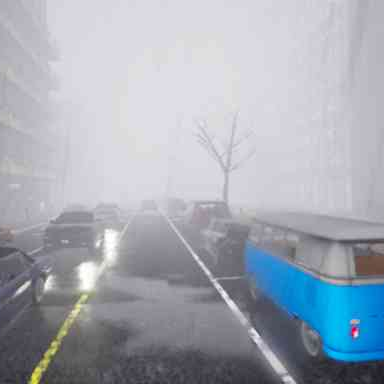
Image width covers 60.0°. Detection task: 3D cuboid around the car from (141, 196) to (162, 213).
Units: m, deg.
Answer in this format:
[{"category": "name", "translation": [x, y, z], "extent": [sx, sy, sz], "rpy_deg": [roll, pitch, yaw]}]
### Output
[{"category": "car", "translation": [-4.738, 1.556, 36.905], "extent": [2.033, 1.411, 5.357], "rpy_deg": [-1, 0, -7]}]

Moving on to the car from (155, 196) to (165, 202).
[{"category": "car", "translation": [-7.421, 1.562, 76.794], "extent": [2.008, 1.369, 4.403], "rpy_deg": [-1, 0, -8]}]

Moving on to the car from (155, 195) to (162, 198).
[{"category": "car", "translation": [-5.224, 1.553, 60.371], "extent": [1.947, 1.339, 4.313], "rpy_deg": [-1, 0, -8]}]

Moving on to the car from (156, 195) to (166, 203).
[{"category": "car", "translation": [-6.690, 1.443, 71.319], "extent": [1.967, 1.590, 4.097], "rpy_deg": [-1, 0, -8]}]

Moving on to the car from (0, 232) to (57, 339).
[{"category": "car", "translation": [-3.684, 1.647, 5.176], "extent": [1.895, 1.301, 4.718], "rpy_deg": [-1, 0, -10]}]

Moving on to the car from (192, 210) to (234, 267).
[{"category": "car", "translation": [1.369, 1.521, 11.104], "extent": [1.947, 1.339, 4.313], "rpy_deg": [-1, 0, -8]}]

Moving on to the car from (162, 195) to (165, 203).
[{"category": "car", "translation": [-2.631, 1.441, 44.345], "extent": [1.882, 1.535, 5.008], "rpy_deg": [-1, 0, -8]}]

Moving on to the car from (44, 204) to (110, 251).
[{"category": "car", "translation": [-4.931, 1.525, 14.490], "extent": [1.882, 1.535, 5.008], "rpy_deg": [-1, 0, -8]}]

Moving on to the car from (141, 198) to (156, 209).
[{"category": "car", "translation": [-6.192, 1.617, 47.515], "extent": [1.895, 1.301, 4.718], "rpy_deg": [-1, 0, -7]}]

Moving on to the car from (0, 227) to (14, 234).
[{"category": "car", "translation": [-6.937, 1.632, 9.994], "extent": [1.887, 1.381, 4.507], "rpy_deg": [-1, 0, -8]}]

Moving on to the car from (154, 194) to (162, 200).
[{"category": "car", "translation": [-9.620, 1.478, 93.215], "extent": [1.967, 1.590, 4.097], "rpy_deg": [-1, 0, -8]}]

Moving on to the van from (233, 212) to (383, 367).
[{"category": "van", "translation": [2.099, 1.296, 5.630], "extent": [1.690, 1.788, 3.998], "rpy_deg": [-1, 0, -8]}]

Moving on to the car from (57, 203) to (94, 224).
[{"category": "car", "translation": [-9.135, 1.638, 26.416], "extent": [1.887, 1.381, 4.507], "rpy_deg": [-1, 0, -8]}]

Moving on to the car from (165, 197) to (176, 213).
[{"category": "car", "translation": [-1.703, 1.437, 37.406], "extent": [1.882, 1.535, 5.008], "rpy_deg": [-1, 0, -8]}]

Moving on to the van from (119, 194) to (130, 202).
[{"category": "van", "translation": [-15.730, 1.485, 75.683], "extent": [1.690, 1.788, 3.998], "rpy_deg": [-1, 0, -8]}]

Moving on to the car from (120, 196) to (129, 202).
[{"category": "car", "translation": [-16.460, 1.697, 81.157], "extent": [1.887, 1.381, 4.507], "rpy_deg": [-1, 0, -8]}]

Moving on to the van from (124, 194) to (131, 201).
[{"category": "van", "translation": [-17.927, 1.512, 92.105], "extent": [1.690, 1.788, 3.998], "rpy_deg": [-1, 0, -8]}]

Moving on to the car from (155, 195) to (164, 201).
[{"category": "car", "translation": [-8.154, 1.571, 82.269], "extent": [2.008, 1.369, 4.403], "rpy_deg": [-1, 0, -8]}]

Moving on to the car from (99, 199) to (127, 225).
[{"category": "car", "translation": [-6.293, 1.543, 24.750], "extent": [2.128, 1.511, 4.902], "rpy_deg": [-1, 0, -7]}]

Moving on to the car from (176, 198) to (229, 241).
[{"category": "car", "translation": [0.633, 1.272, 16.579], "extent": [2.192, 1.841, 5.009], "rpy_deg": [-1, 0, -8]}]
